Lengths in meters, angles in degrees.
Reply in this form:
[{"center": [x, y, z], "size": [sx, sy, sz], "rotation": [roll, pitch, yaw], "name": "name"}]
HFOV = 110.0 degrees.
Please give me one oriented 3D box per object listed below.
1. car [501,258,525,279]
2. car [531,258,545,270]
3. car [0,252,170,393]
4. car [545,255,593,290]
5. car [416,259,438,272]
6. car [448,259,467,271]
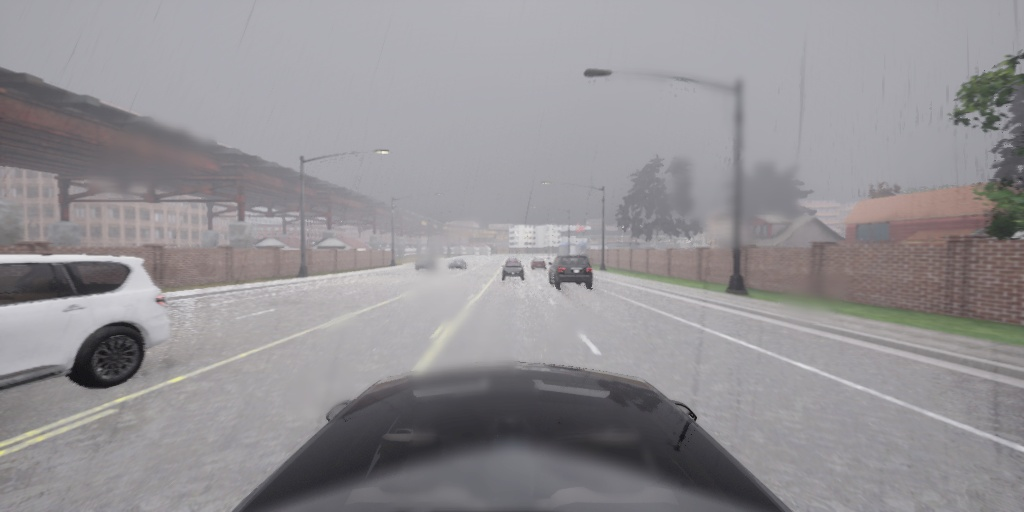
[{"center": [0.093, 1.212, 31.359], "size": [2.128, 1.511, 4.902], "rotation": [0, 0, 0], "name": "car"}, {"center": [3.588, 1.027, 49.458], "size": [1.882, 1.535, 5.008], "rotation": [0, 1, 0], "name": "car"}, {"center": [-7.099, 0.970, 3.953], "size": [2.150, 2.045, 5.566], "rotation": [0, 0, 0], "name": "car"}, {"center": [3.595, 0.953, 22.661], "size": [2.150, 2.045, 5.566], "rotation": [0, 0, 0], "name": "car"}, {"center": [-10.555, 1.095, 44.674], "size": [1.882, 1.535, 5.008], "rotation": [0, 1, 0], "name": "car"}, {"center": [-7.058, 1.129, 47.269], "size": [2.033, 1.411, 5.357], "rotation": [0, 1, 1], "name": "car"}]
